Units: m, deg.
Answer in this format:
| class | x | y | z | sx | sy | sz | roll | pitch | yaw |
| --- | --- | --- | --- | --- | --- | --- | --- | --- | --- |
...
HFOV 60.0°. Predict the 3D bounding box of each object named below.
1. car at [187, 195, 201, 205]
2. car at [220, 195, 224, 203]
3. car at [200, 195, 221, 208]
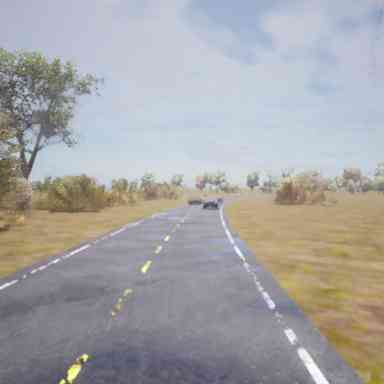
| class | x | y | z | sx | sy | sz | roll | pitch | yaw |
| --- | --- | --- | --- | --- | --- | --- | --- | --- | --- |
| car | 0.459 | 1.304 | 53.467 | 1.882 | 1.535 | 5.008 | 0 | 0 | 8 |
| car | 4.978 | 1.350 | 62.968 | 2.033 | 1.411 | 5.357 | 0 | 0 | 8 |
| car | 2.564 | 1.459 | 44.287 | 1.895 | 1.301 | 4.718 | 0 | 0 | 6 |
